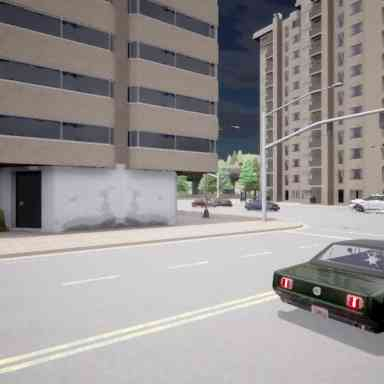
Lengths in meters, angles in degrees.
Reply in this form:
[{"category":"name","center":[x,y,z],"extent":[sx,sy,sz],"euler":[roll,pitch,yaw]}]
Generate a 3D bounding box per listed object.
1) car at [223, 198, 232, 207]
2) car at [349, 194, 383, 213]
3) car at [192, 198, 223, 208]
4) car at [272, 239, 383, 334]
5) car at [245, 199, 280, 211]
[{"category":"car","center":[4.146,1.564,50.759],"extent":[1.994,1.385,4.181],"euler":[0,0,-36]},{"category":"car","center":[19.708,1.222,35.114],"extent":[5.566,2.045,2.150],"euler":[0,2,39]},{"category":"car","center":[1.833,1.525,47.706],"extent":[1.812,1.442,4.674],"euler":[0,0,-36]},{"category":"car","center":[3.839,1.601,6.516],"extent":[4.718,1.301,1.895],"euler":[0,0,-35]},{"category":"car","center":[8.172,1.564,38.938],"extent":[1.994,1.385,4.181],"euler":[0,0,-36]}]
